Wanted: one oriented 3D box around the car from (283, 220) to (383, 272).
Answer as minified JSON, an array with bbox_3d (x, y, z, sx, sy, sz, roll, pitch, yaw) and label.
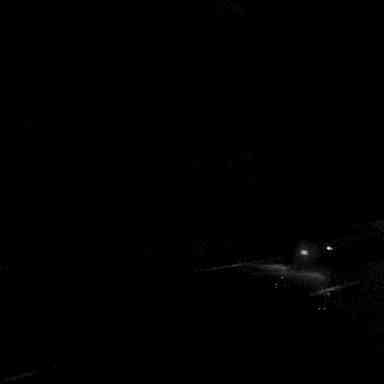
[{"bbox_3d":[5.035,1.663,11.270,4.181,1.385,1.994,0,0,-36],"label":"car"}]
